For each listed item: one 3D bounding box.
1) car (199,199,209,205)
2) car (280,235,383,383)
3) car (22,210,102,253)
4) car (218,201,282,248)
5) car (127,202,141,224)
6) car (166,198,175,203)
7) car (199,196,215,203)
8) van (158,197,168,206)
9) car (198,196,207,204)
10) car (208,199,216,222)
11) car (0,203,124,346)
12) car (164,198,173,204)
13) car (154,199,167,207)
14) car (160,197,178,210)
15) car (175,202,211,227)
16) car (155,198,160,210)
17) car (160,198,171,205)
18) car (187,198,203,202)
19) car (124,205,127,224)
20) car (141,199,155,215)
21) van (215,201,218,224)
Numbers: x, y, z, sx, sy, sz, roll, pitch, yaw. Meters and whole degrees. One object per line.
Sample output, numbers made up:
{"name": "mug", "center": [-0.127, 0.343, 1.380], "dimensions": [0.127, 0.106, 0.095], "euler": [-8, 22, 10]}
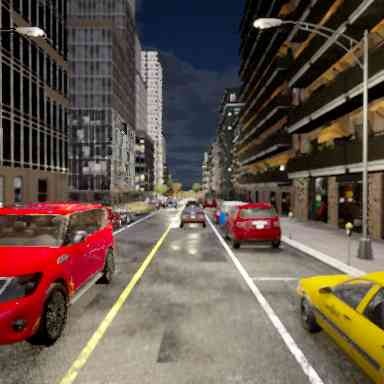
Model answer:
{"name": "car", "center": [2.587, 2.160, 72.307], "dimensions": [1.947, 1.339, 4.313], "euler": [-1, 0, 0]}
{"name": "car", "center": [2.669, 1.559, 4.107], "dimensions": [1.752, 1.417, 4.829], "euler": [-1, 0, 0]}
{"name": "car", "center": [-5.691, 1.651, 15.277], "dimensions": [1.752, 1.417, 4.829], "euler": [-1, 0, 0]}
{"name": "car", "center": [2.651, 1.440, 15.334], "dimensions": [2.192, 1.841, 5.009], "euler": [-1, 0, 0]}
{"name": "car", "center": [-5.705, 1.772, 26.841], "dimensions": [2.008, 1.369, 4.403], "euler": [-1, 0, 0]}
{"name": "car", "center": [-5.781, 2.301, 89.515], "dimensions": [1.947, 1.339, 4.313], "euler": [-1, 0, 0]}
{"name": "car", "center": [2.609, 1.722, 49.518], "dimensions": [2.192, 1.841, 5.009], "euler": [-1, 0, 0]}
{"name": "van", "center": [-5.758, 1.890, 66.727], "dimensions": [1.690, 1.788, 3.998], "euler": [-1, 0, 0]}
{"name": "car", "center": [2.568, 2.002, 83.705], "dimensions": [2.192, 1.841, 5.009], "euler": [-1, 0, 0]}
{"name": "car", "center": [2.640, 1.659, 26.727], "dimensions": [1.967, 1.590, 4.097], "euler": [-1, 0, 0]}
{"name": "car", "center": [-3.109, 1.277, 6.789], "dimensions": [2.150, 2.045, 5.566], "euler": [0, 0, 0]}
{"name": "car", "center": [-5.774, 2.254, 83.817], "dimensions": [1.947, 1.339, 4.313], "euler": [-1, 0, 0]}
{"name": "car", "center": [-5.746, 2.068, 61.027], "dimensions": [1.947, 1.339, 4.313], "euler": [-1, 0, 0]}
{"name": "car", "center": [-3.059, 1.731, 48.581], "dimensions": [2.128, 1.511, 4.902], "euler": [0, 0, 0]}
{"name": "car", "center": [0.069, 1.750, 24.667], "dimensions": [2.033, 1.411, 5.357], "euler": [0, 0, 0]}
{"name": "car", "center": [-5.735, 1.848, 49.632], "dimensions": [1.967, 1.590, 4.097], "euler": [-1, 0, 0]}
{"name": "car", "center": [-5.761, 2.140, 72.422], "dimensions": [1.887, 1.381, 4.507], "euler": [-1, 0, 0]}
{"name": "car", "center": [0.049, 1.848, 42.009], "dimensions": [1.837, 1.490, 4.892], "euler": [0, -1, 0]}
{"name": "car", "center": [-5.698, 1.719, 21.144], "dimensions": [1.887, 1.381, 4.507], "euler": [-1, 0, 0]}
{"name": "car", "center": [-5.719, 1.839, 38.067], "dimensions": [1.752, 1.417, 4.829], "euler": [-1, 0, 0]}
{"name": "van", "center": [2.644, 1.513, 21.030], "dimensions": [1.690, 1.788, 3.998], "euler": [-1, 0, 0]}
